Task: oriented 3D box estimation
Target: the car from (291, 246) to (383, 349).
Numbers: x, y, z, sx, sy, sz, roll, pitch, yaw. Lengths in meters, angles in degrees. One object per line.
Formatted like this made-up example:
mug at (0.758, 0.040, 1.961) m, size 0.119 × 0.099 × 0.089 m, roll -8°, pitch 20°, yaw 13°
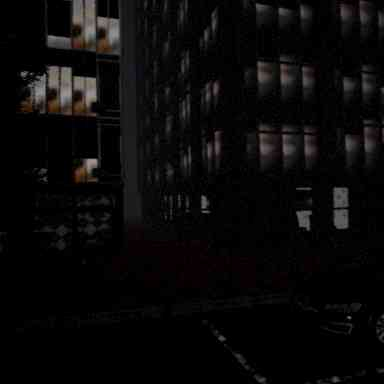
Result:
car at (3.947, 1.690, 6.119) m, size 4.403 × 1.369 × 2.008 m, roll 0°, pitch -2°, yaw -17°
